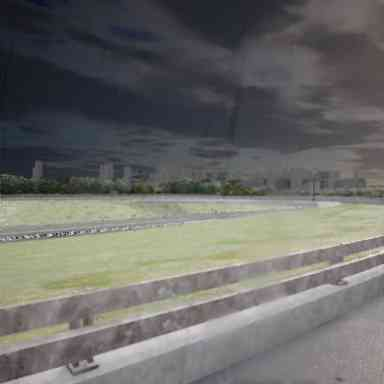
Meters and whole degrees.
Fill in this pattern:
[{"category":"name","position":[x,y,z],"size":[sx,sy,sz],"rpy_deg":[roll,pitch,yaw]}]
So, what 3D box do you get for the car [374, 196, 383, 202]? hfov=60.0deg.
[{"category":"car","position":[42.491,1.595,74.146],"size":[2.097,1.767,4.553],"rpy_deg":[-1,0,2]}]
